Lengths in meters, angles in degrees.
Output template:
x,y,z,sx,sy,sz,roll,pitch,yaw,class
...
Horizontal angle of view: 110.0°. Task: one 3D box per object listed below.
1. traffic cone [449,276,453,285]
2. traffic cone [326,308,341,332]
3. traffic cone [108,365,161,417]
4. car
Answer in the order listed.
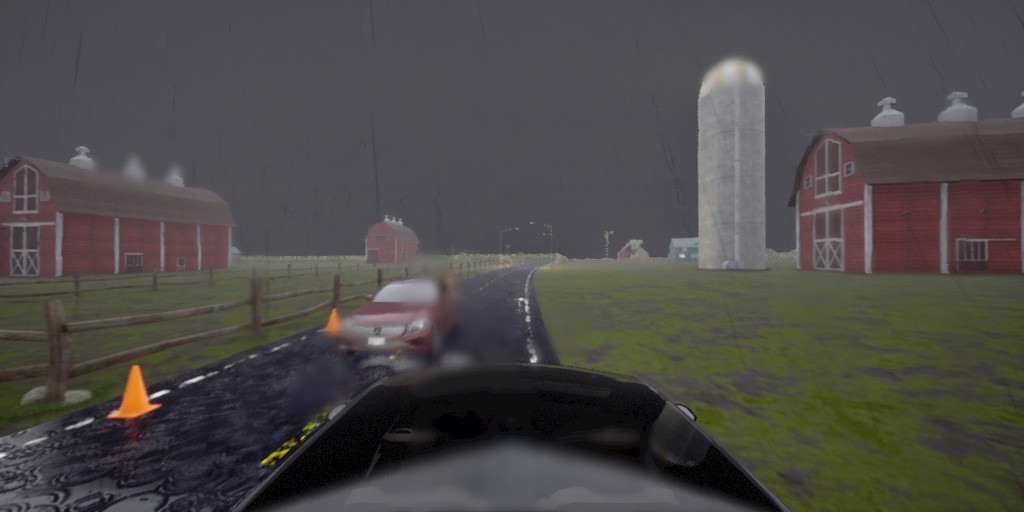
x,y,z,sx,sy,sz,roll,pitch,yaw,class
-4.239,1.705,24.685,0.340,0.580,0.340,0,0,3,traffic cone
-4.755,1.700,9.616,0.340,0.580,0.340,0,0,1,traffic cone
-4.820,1.699,4.590,0.340,0.580,0.340,0,0,0,traffic cone
-2.372,1.273,8.768,1.812,1.442,4.674,0,0,1,car
